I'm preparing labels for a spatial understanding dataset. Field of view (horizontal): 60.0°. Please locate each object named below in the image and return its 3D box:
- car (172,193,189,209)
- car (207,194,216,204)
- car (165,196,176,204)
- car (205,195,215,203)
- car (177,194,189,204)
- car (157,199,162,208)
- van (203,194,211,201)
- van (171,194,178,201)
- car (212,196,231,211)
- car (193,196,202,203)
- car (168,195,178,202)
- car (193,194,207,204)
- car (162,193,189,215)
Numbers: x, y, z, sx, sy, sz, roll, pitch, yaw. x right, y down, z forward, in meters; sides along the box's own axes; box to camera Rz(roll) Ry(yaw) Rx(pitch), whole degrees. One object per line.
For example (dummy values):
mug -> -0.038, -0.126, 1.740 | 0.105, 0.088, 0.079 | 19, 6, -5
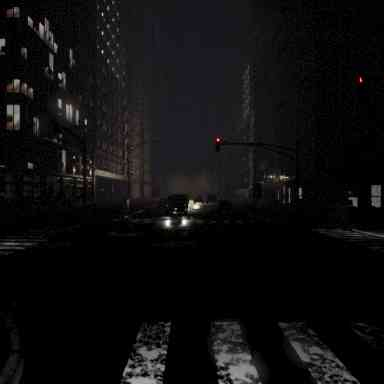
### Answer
car -> -1.585, 1.234, 47.582 | 2.150, 2.045, 5.566 | 0, 0, 0
car -> 3.750, 1.313, 63.865 | 2.192, 1.841, 5.009 | 0, 0, 0
car -> -4.131, 1.564, 63.828 | 1.947, 1.339, 4.313 | 0, 0, 0
car -> 3.723, 1.432, 69.393 | 1.967, 1.590, 4.097 | 0, 0, 0
car -> -1.605, 1.350, 62.733 | 2.097, 1.767, 4.553 | 0, 0, 0
car -> -4.052, 1.593, 47.245 | 1.802, 1.307, 4.206 | 0, 0, 0
van -> 3.670, 1.321, 80.448 | 1.690, 1.788, 3.998 | 0, 0, 0
van -> -4.210, 1.321, 80.410 | 1.690, 1.788, 3.998 | 0, 0, 0
car -> 3.904, 1.579, 41.756 | 1.947, 1.339, 4.313 | 0, 0, 0
car -> 1.150, 1.528, 73.284 | 2.033, 1.411, 5.357 | 0, 0, 0
car -> -4.183, 1.426, 74.883 | 1.967, 1.590, 4.097 | 0, 0, 0
car -> 1.275, 1.524, 62.977 | 1.812, 1.442, 4.674 | 0, 0, 0
car -> -1.525, 1.239, 33.932 | 2.150, 2.045, 5.566 | 0, 0, 0
